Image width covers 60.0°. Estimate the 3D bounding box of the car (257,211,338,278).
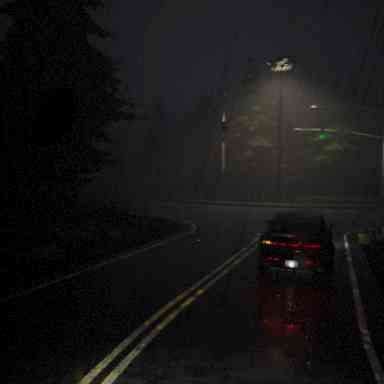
[{"bbox_3d":[3.190,1.337,9.936,1.837,1.490,4.892,2,2,21],"label":"car"}]
